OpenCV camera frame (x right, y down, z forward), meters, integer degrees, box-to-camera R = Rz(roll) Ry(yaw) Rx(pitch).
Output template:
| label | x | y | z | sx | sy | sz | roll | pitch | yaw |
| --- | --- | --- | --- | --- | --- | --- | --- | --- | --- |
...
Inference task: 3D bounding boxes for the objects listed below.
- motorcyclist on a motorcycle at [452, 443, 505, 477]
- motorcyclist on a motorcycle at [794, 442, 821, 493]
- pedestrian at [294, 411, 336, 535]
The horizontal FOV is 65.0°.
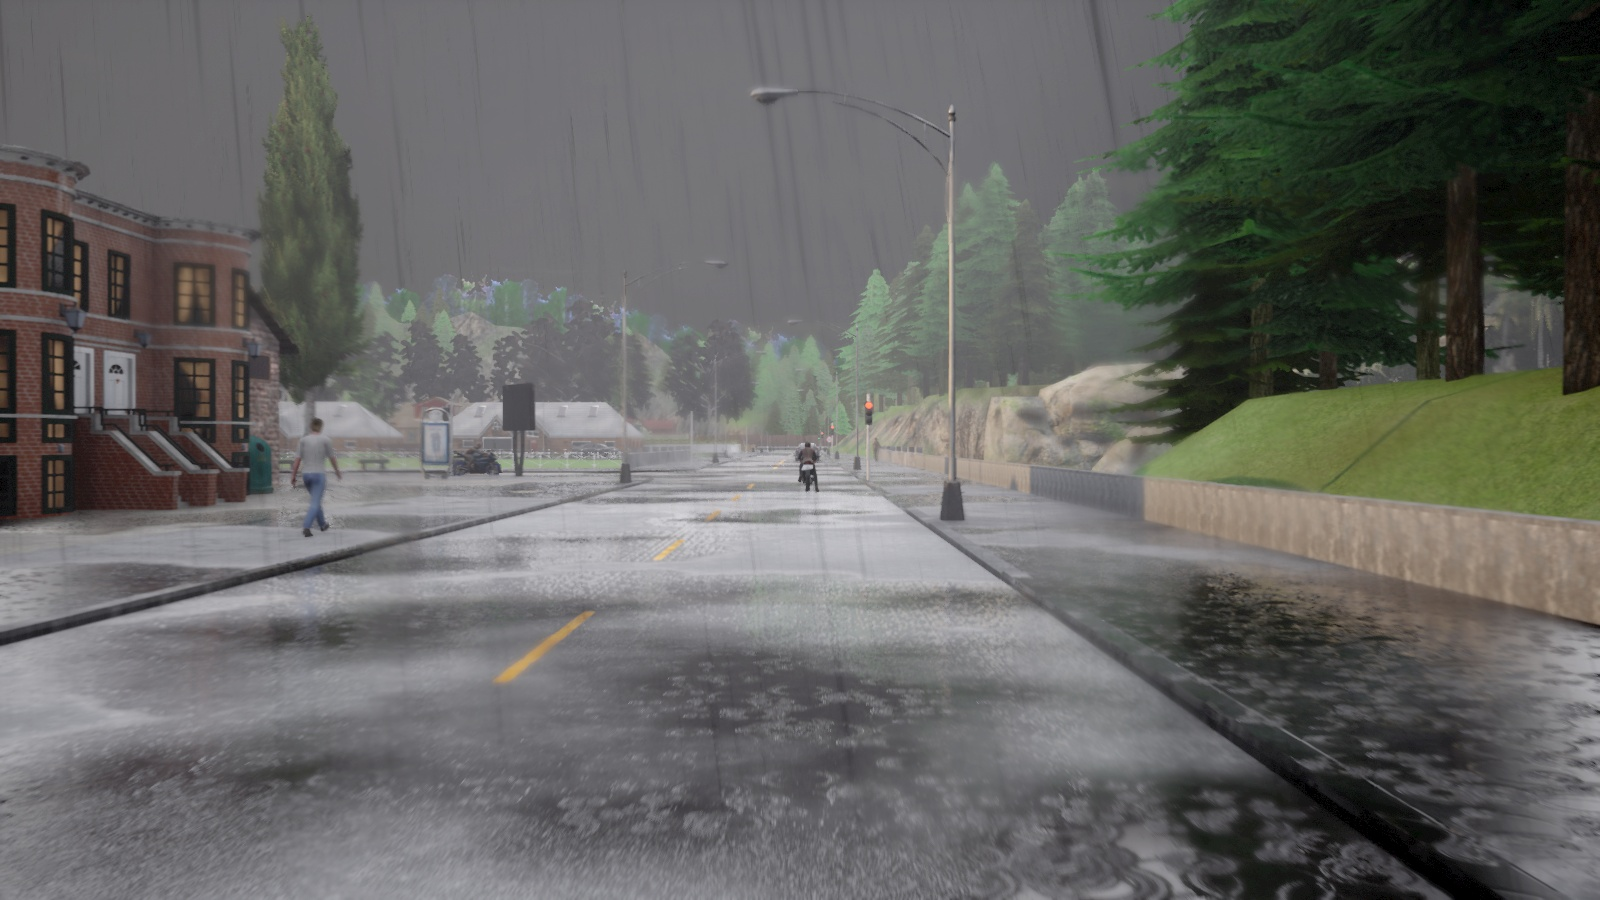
| label | x | y | z | sx | sy | sz | roll | pitch | yaw |
| --- | --- | --- | --- | --- | --- | --- | --- | --- | --- |
| motorcyclist on a motorcycle | -14.547 | 0.450 | 56.803 | 2.191 | 1.530 | 0.866 | 0 | 0 | 0 |
| motorcyclist on a motorcycle | 0.236 | 0.514 | 38.052 | 0.797 | 1.523 | 2.044 | 0 | 0 | 0 |
| pedestrian | -7.284 | 0.340 | 18.870 | 0.354 | 1.836 | 0.706 | 0 | 0 | 1 |
